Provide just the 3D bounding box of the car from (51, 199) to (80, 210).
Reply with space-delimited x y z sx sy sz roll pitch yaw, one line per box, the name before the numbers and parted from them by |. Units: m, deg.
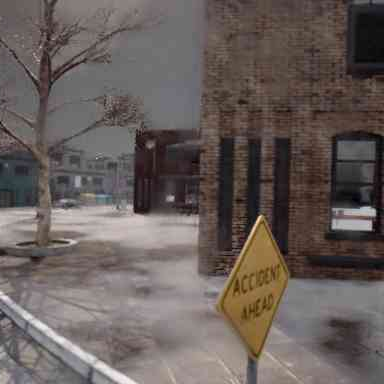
car | -17.692 1.666 46.863 1.812 1.442 4.674 1 0 17
